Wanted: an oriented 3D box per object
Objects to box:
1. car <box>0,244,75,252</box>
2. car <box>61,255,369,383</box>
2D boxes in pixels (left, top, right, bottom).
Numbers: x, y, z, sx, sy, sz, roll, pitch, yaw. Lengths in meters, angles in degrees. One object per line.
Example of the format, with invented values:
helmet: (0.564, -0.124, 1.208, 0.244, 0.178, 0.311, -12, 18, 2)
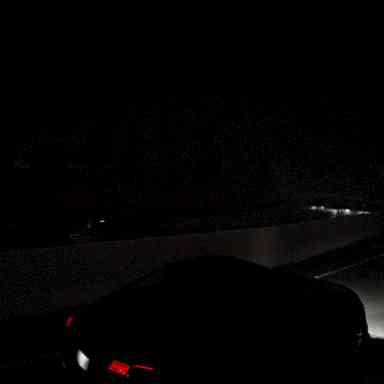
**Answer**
car: (-5.636, 1.519, 8.737, 4.902, 1.511, 2.128, 0, 0, -37)
car: (0.538, 1.574, 4.410, 4.181, 1.385, 1.994, 0, 0, -38)
